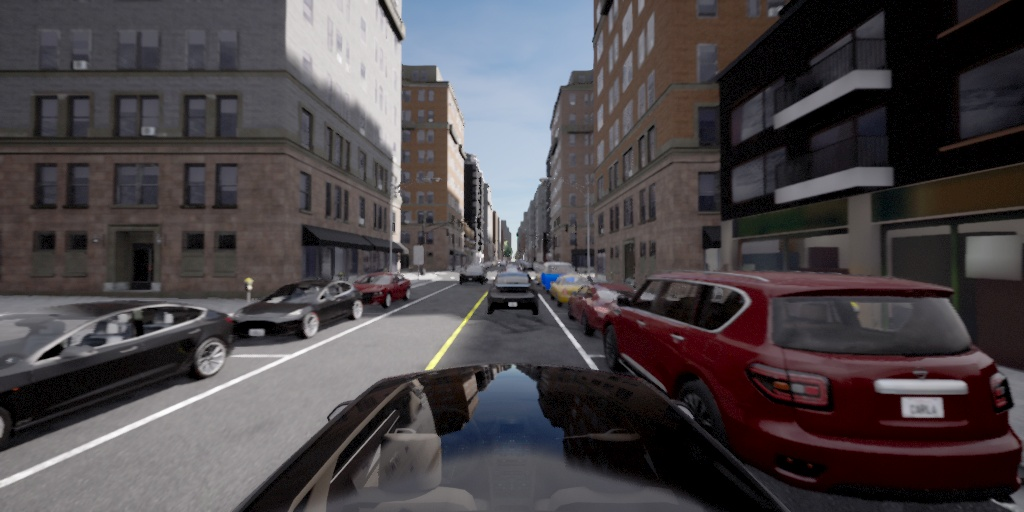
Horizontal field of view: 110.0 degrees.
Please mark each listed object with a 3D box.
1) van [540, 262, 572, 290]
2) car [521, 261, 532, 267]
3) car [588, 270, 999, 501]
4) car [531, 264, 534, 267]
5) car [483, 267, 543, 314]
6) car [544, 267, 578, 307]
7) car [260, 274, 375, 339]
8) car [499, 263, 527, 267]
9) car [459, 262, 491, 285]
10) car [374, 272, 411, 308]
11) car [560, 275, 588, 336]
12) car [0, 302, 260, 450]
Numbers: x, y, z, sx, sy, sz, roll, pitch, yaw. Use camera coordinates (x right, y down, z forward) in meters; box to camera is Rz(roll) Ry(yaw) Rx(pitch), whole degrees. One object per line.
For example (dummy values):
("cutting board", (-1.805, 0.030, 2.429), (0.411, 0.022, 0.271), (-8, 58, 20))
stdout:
("van", (2.671, 1.276, 21.738), (1.690, 1.789, 3.998), (0, 0, 0))
("car", (2.988, 1.896, 65.073), (1.948, 1.339, 4.313), (0, 0, 1))
("car", (2.669, 1.093, 4.718), (2.192, 1.841, 5.009), (0, 0, 0))
("car", (2.671, 1.513, 27.581), (1.751, 1.417, 4.829), (0, 0, 0))
("car", (0.048, 1.373, 14.314), (1.837, 1.490, 4.892), (0, 0, 0))
("car", (2.671, 1.408, 16.234), (1.751, 1.417, 4.829), (0, 0, 0))
("car", (-5.856, 1.397, 10.396), (1.948, 1.339, 4.313), (0, 0, 0))
("car", (0.052, 1.534, 29.661), (1.812, 1.442, 4.674), (0, -1, 1))
("car", (-3.052, 1.479, 28.907), (1.882, 1.535, 5.008), (0, -1, 0))
("car", (-5.856, 1.428, 16.068), (1.888, 1.381, 4.507), (0, 0, 0))
("car", (2.670, 1.413, 10.391), (1.802, 1.307, 4.207), (0, 0, 0))
("car", (-5.856, 1.344, 4.723), (1.948, 1.339, 4.313), (0, 0, 0))
